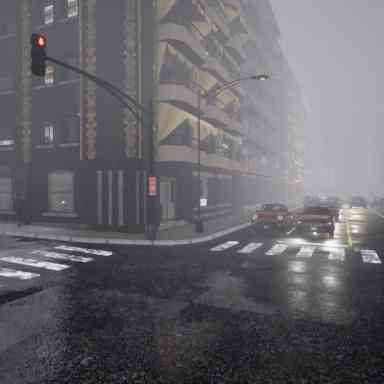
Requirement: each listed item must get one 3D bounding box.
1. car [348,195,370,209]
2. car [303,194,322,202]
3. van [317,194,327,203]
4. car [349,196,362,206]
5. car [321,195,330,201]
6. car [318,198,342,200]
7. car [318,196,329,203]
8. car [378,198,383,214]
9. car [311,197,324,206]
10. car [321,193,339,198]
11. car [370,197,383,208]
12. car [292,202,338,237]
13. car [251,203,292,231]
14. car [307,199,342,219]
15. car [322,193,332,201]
[{"bbox_3d":[22.812,1.348,45.783,2.097,1.767,4.553,0,0,24],"label":"car"},{"bbox_3d":[16.636,1.311,46.002,2.192,1.841,5.009,0,0,24],"label":"car"},{"bbox_3d":[25.985,1.335,66.529,1.690,1.788,3.998,0,0,24],"label":"van"},{"bbox_3d":[26.851,1.472,54.687,1.882,1.535,5.008,0,0,24],"label":"car"},{"bbox_3d":[32.925,1.516,81.769,1.752,1.417,4.829,0,0,24],"label":"car"},{"bbox_3d":[14.803,1.597,35.650,1.895,1.301,4.718,0,0,25],"label":"car"},{"bbox_3d":[28.322,1.543,71.660,2.008,1.369,4.403,0,0,24],"label":"car"},{"bbox_3d":[19.588,1.541,32.259,1.887,1.381,4.507,0,0,24],"label":"car"},{"bbox_3d":[21.241,1.521,56.110,1.752,1.417,4.829,0,0,24],"label":"car"},{"bbox_3d":[19.068,1.348,44.901,2.097,1.767,4.553,0,0,25],"label":"car"},{"bbox_3d":[26.599,1.435,47.655,1.967,1.590,4.097,0,0,24],"label":"car"},{"bbox_3d":[6.919,1.523,18.402,1.812,1.442,4.674,0,0,25],"label":"car"},{"bbox_3d":[4.953,1.438,20.343,1.967,1.590,4.097,0,0,24],"label":"car"},{"bbox_3d":[10.660,1.561,26.591,1.994,1.385,4.181,0,0,25],"label":"car"},{"bbox_3d":[35.331,1.304,87.056,2.192,1.841,5.009,0,0,24],"label":"car"}]
